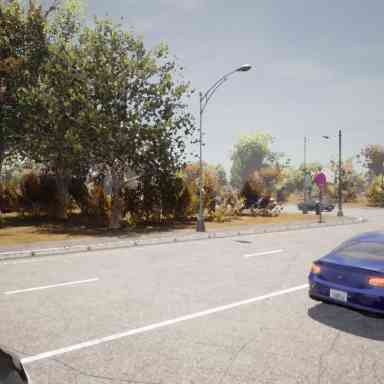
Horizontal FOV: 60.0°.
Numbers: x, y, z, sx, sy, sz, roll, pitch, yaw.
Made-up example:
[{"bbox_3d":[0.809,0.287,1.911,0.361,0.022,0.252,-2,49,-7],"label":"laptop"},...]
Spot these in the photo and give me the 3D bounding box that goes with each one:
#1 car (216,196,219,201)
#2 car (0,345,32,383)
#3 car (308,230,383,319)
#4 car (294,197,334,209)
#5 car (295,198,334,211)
[{"bbox_3d":[3.987,1.459,56.270,1.812,1.442,4.674,0,1,-32],"label":"car"},{"bbox_3d":[-3.324,1.492,1.375,4.902,1.511,2.128,0,0,-35],"label":"car"},{"bbox_3d":[4.276,1.526,6.801,4.674,1.442,1.812,0,0,-36],"label":"car"},{"bbox_3d":[17.537,1.546,48.140,2.033,1.411,5.357,0,0,-31],"label":"car"},{"bbox_3d":[14.616,1.564,39.447,1.994,1.385,4.181,0,0,-32],"label":"car"}]
